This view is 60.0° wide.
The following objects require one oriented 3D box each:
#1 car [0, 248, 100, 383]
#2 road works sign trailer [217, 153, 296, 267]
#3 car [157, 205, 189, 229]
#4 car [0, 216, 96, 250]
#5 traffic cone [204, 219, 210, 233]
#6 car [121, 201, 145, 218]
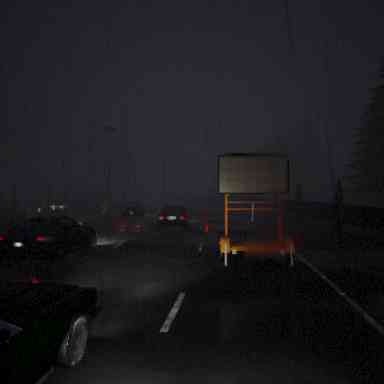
[{"bbox_3d":[-2.598,1.601,2.924,1.895,1.301,4.718,0,0,9],"label":"car"},{"bbox_3d":[2.082,0.464,11.487,2.380,3.560,2.880,0,0,2],"label":"road works sign trailer"},{"bbox_3d":[-1.223,1.547,21.741,2.033,1.411,5.357,0,0,-1],"label":"car"},{"bbox_3d":[-5.071,1.564,12.084,1.994,1.385,4.181,0,0,5],"label":"car"},{"bbox_3d":[0.828,1.955,18.532,0.340,0.580,0.340,0,0,2],"label":"traffic cone"},{"bbox_3d":[-5.202,1.525,29.664,1.812,1.442,4.674,0,0,-5],"label":"car"}]
